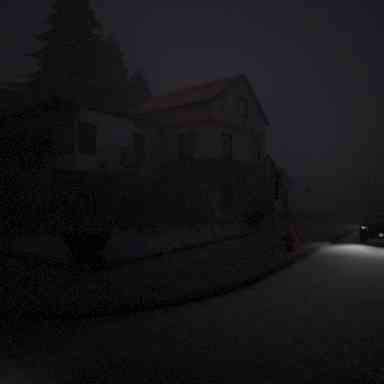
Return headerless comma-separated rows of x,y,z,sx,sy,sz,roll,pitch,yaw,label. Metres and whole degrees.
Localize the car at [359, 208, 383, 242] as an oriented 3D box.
9.318,1.540,15.966,1.812,1.442,4.674,-1,0,35,car
